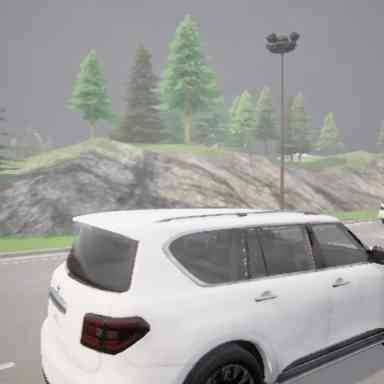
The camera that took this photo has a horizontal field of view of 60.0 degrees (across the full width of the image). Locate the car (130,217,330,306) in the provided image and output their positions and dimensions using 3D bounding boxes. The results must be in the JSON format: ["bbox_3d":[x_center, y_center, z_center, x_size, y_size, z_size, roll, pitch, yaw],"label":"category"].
[{"bbox_3d":[1.241,1.556,8.953,5.357,1.411,2.033,0,0,-35],"label":"car"}]

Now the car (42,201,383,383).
[{"bbox_3d":[1.005,1.227,4.534,5.566,2.045,2.150,0,0,-33],"label":"car"}]

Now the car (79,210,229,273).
[{"bbox_3d":[-1.161,1.515,11.544,4.892,1.490,1.837,-1,0,-35],"label":"car"}]
